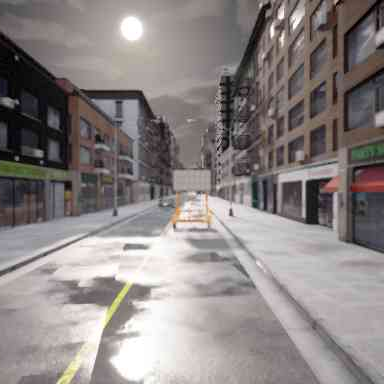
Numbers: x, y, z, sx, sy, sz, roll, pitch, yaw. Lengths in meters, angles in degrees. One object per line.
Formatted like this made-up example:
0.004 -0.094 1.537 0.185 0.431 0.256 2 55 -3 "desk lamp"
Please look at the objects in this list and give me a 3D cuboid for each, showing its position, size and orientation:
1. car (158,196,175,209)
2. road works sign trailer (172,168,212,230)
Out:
-3.082 1.274 40.880 2.128 1.511 4.902 0 0 0 "car"
0.001 0.348 20.171 2.380 3.560 2.880 0 0 0 "road works sign trailer"
